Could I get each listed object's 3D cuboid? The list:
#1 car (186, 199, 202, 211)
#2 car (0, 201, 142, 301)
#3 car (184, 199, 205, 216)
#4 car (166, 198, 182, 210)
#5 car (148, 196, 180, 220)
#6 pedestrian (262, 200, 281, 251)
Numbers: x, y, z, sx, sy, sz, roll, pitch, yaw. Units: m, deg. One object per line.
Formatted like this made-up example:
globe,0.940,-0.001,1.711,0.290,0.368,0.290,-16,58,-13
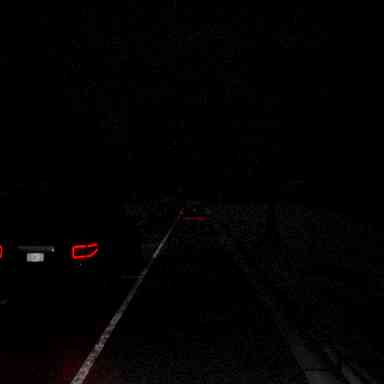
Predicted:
car,0.251,1.609,43.154,1.994,1.385,4.181,0,0,1
car,-2.709,1.230,8.464,2.150,2.045,5.566,0,0,0
car,0.248,1.508,32.553,1.882,1.535,5.008,0,0,0
car,-2.379,1.573,44.698,1.752,1.417,4.829,1,0,0
car,-2.465,1.339,28.272,2.192,1.841,5.009,1,0,0
pedestrian,2.779,1.150,11.707,0.375,1.860,0.375,-1,-1,0
